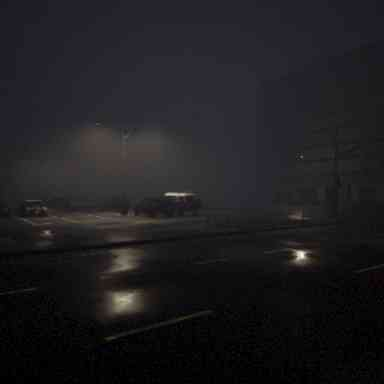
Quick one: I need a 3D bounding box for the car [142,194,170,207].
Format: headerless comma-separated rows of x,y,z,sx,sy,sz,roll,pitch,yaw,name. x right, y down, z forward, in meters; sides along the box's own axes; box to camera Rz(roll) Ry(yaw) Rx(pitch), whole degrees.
-6.879,1.595,63.315,2.033,1.411,5.357,0,0,-35,car

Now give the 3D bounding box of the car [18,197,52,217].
-13.999,1.450,29.254,1.970,1.475,3.806,0,0,-35,car

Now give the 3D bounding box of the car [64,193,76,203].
-23.409,1.205,62.388,1.932,1.855,4.605,0,0,-35,car

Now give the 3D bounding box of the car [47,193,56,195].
-25.807,1.208,60.768,1.905,1.878,3.866,0,0,-35,car

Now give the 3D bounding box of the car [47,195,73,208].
-17.970,1.448,44.925,1.970,1.475,3.806,0,0,-35,car

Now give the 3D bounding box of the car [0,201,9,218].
-16.367,1.419,27.589,1.784,1.438,3.905,0,0,-35,car
